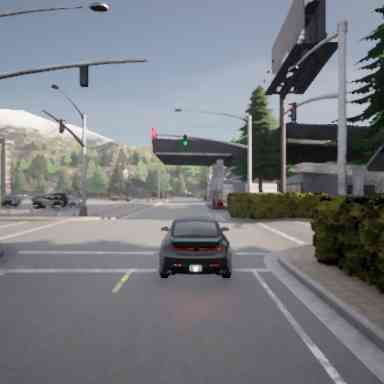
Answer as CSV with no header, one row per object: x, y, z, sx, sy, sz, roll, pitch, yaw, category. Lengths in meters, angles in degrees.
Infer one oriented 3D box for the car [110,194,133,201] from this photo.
-16.451,1.315,77.325,5.027,1.636,2.152,0,0,-1,car

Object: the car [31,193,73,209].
-16.782,1.069,39.740,3.866,1.878,1.905,0,0,-1,car

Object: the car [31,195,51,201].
-35.117,1.368,77.358,3.806,1.475,1.970,0,0,-1,car

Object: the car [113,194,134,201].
-16.523,1.323,80.462,4.514,1.523,2.007,0,0,-1,car

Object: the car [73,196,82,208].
-16.191,1.352,43.069,3.806,1.475,1.970,0,0,-1,car

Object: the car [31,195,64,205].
-24.034,1.287,55.440,4.514,1.523,2.007,0,0,-1,car

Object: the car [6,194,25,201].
-42.556,1.357,80.293,3.633,1.501,1.845,0,0,-1,car

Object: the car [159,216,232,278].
0.093,1.498,10.078,1.837,1.490,4.892,0,0,0,car

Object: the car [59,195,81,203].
-24.053,1.306,65.433,3.633,1.501,1.845,0,0,-1,car

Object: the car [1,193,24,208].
-24.670,1.088,42.979,4.605,1.855,1.932,0,0,-1,car
